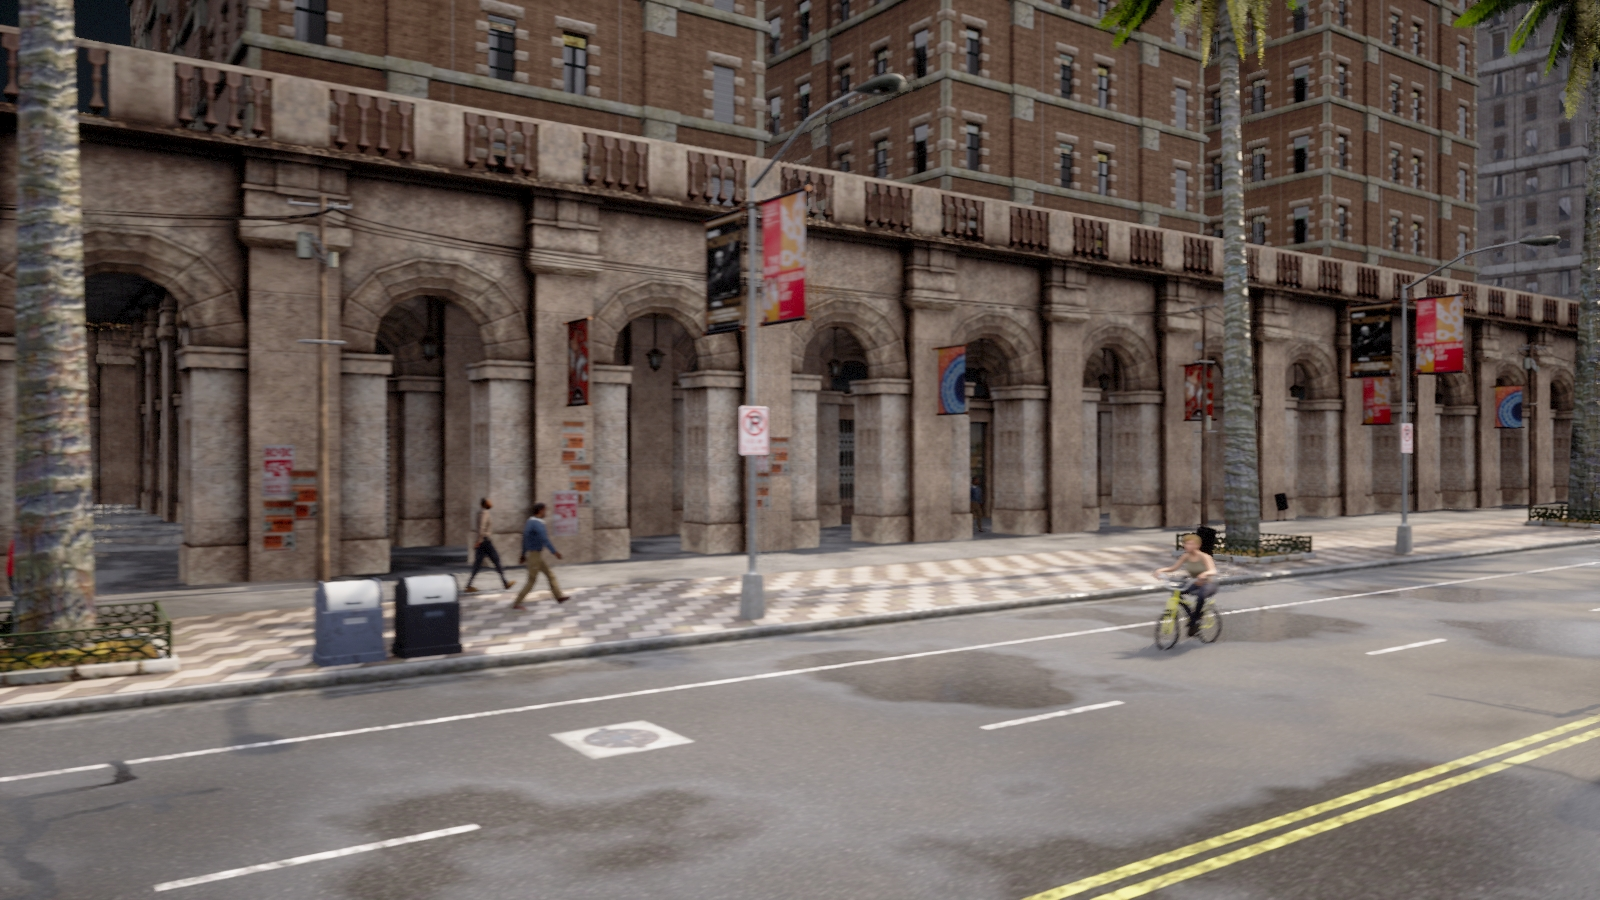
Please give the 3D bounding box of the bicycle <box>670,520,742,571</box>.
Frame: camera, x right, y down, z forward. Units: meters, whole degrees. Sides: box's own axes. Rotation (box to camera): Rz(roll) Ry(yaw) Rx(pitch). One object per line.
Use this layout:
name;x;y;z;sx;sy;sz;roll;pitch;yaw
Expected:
bicycle;-2.231;2.256;27.217;1.487;1.080;0.859;0;0;-35

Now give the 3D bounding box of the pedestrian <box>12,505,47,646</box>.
pedestrian;-10.514;1.698;15.601;0.375;1.860;0.375;0;0;-31

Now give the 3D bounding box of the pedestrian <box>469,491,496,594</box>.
pedestrian;-5.851;1.696;21.061;0.375;1.860;0.375;0;0;-35

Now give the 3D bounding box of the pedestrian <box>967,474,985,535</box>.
pedestrian;5.487;1.696;35.632;0.375;1.860;0.375;0;0;-35

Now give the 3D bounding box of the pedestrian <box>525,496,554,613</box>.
pedestrian;-4.255;1.696;18.661;0.375;1.860;0.375;0;0;-27
